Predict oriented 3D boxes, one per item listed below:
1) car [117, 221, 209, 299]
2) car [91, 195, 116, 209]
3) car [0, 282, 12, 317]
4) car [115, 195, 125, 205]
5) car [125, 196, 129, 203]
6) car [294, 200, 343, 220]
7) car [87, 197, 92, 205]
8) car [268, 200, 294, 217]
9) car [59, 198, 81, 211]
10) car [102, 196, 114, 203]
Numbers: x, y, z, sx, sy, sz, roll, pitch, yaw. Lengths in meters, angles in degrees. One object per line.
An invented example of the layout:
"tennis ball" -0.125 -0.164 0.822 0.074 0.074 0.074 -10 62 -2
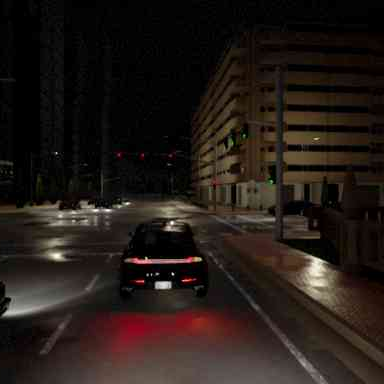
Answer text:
"car" -0.711 1.490 8.490 2.128 1.511 4.902 0 0 -4
"car" -11.802 1.518 44.790 1.812 1.442 4.674 0 0 -5
"car" -3.775 1.547 3.047 2.033 1.411 5.357 0 0 -4
"car" -13.061 1.342 56.403 2.097 1.767 4.553 0 0 -6
"car" -14.603 1.583 71.240 1.895 1.301 4.718 0 0 -6
"car" 11.627 1.542 28.096 4.902 1.511 2.128 0 0 -6
"car" -16.643 1.538 57.048 2.033 1.411 5.357 0 0 -6
"car" 9.696 1.528 31.399 5.008 1.535 1.882 0 0 -7
"car" -14.906 1.519 40.847 1.812 1.442 4.674 0 0 -6
"car" -18.242 1.582 72.326 1.895 1.301 4.718 0 0 -6
